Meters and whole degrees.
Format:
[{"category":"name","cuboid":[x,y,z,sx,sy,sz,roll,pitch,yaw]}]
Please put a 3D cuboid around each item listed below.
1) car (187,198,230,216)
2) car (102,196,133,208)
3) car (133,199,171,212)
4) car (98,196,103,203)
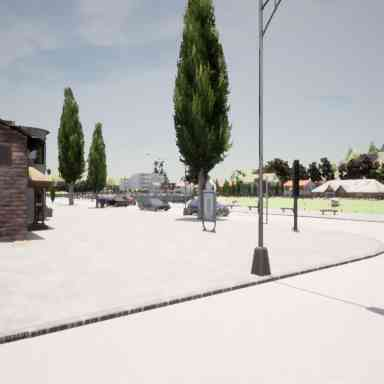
[{"category":"car","cuboid":[1.482,1.352,31.287,2.097,1.767,4.553,0,0,-36]},{"category":"car","cuboid":[-10.955,1.478,48.671,1.882,1.535,5.008,0,0,-36]},{"category":"car","cuboid":[-4.629,1.547,39.802,2.033,1.411,5.357,0,0,-36]},{"category":"car","cuboid":[-16.894,1.478,64.074,1.882,1.535,5.008,0,0,-36]}]
